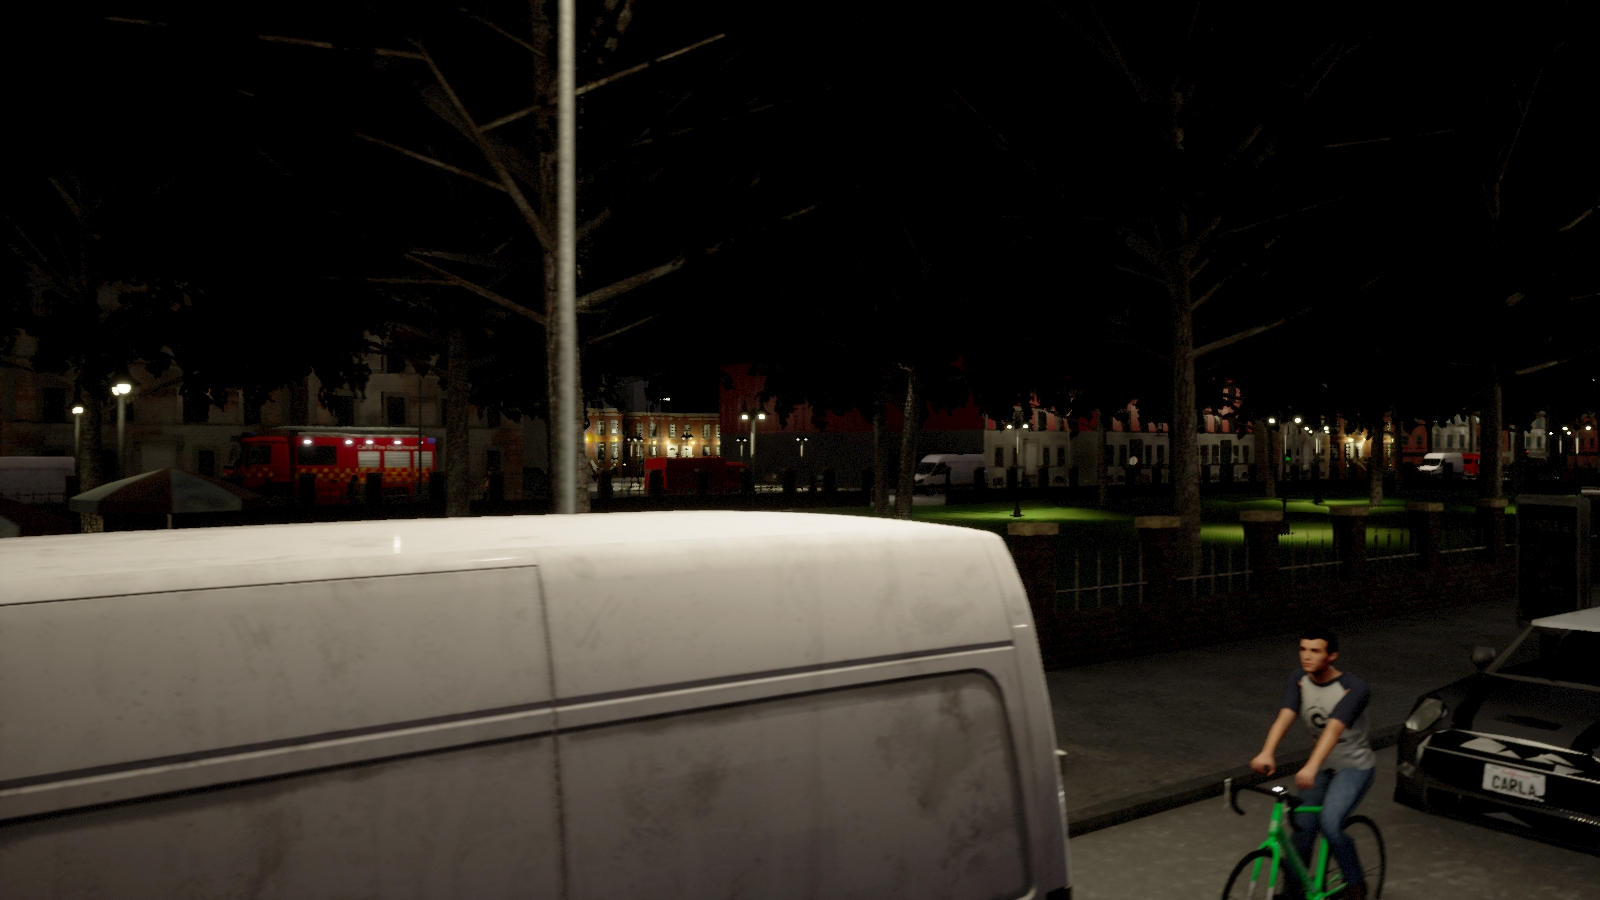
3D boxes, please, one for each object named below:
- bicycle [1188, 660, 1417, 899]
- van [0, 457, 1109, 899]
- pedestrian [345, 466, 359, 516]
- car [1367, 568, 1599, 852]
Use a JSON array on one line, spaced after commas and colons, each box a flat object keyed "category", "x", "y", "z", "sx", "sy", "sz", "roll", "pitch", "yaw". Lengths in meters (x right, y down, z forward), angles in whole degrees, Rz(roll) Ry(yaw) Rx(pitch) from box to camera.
[{"category": "bicycle", "x": 2.837, "y": 1.938, "z": 6.382, "sx": 1.643, "sy": 1.296, "sz": 0.373, "roll": 0, "pitch": 0, "yaw": -35}, {"category": "van", "x": -1.928, "y": 1.315, "z": 3.050, "sx": 5.915, "sy": 2.561, "sz": 1.988, "roll": 0, "pitch": 0, "yaw": -35}, {"category": "pedestrian", "x": -16.670, "y": 1.528, "z": 42.541, "sx": 0.375, "sy": 1.860, "sz": 0.375, "roll": 0, "pitch": 0, "yaw": -42}, {"category": "car", "x": 6.389, "y": 1.848, "z": 8.891, "sx": 3.806, "sy": 1.475, "sz": 1.970, "roll": 0, "pitch": 0, "yaw": -35}]
